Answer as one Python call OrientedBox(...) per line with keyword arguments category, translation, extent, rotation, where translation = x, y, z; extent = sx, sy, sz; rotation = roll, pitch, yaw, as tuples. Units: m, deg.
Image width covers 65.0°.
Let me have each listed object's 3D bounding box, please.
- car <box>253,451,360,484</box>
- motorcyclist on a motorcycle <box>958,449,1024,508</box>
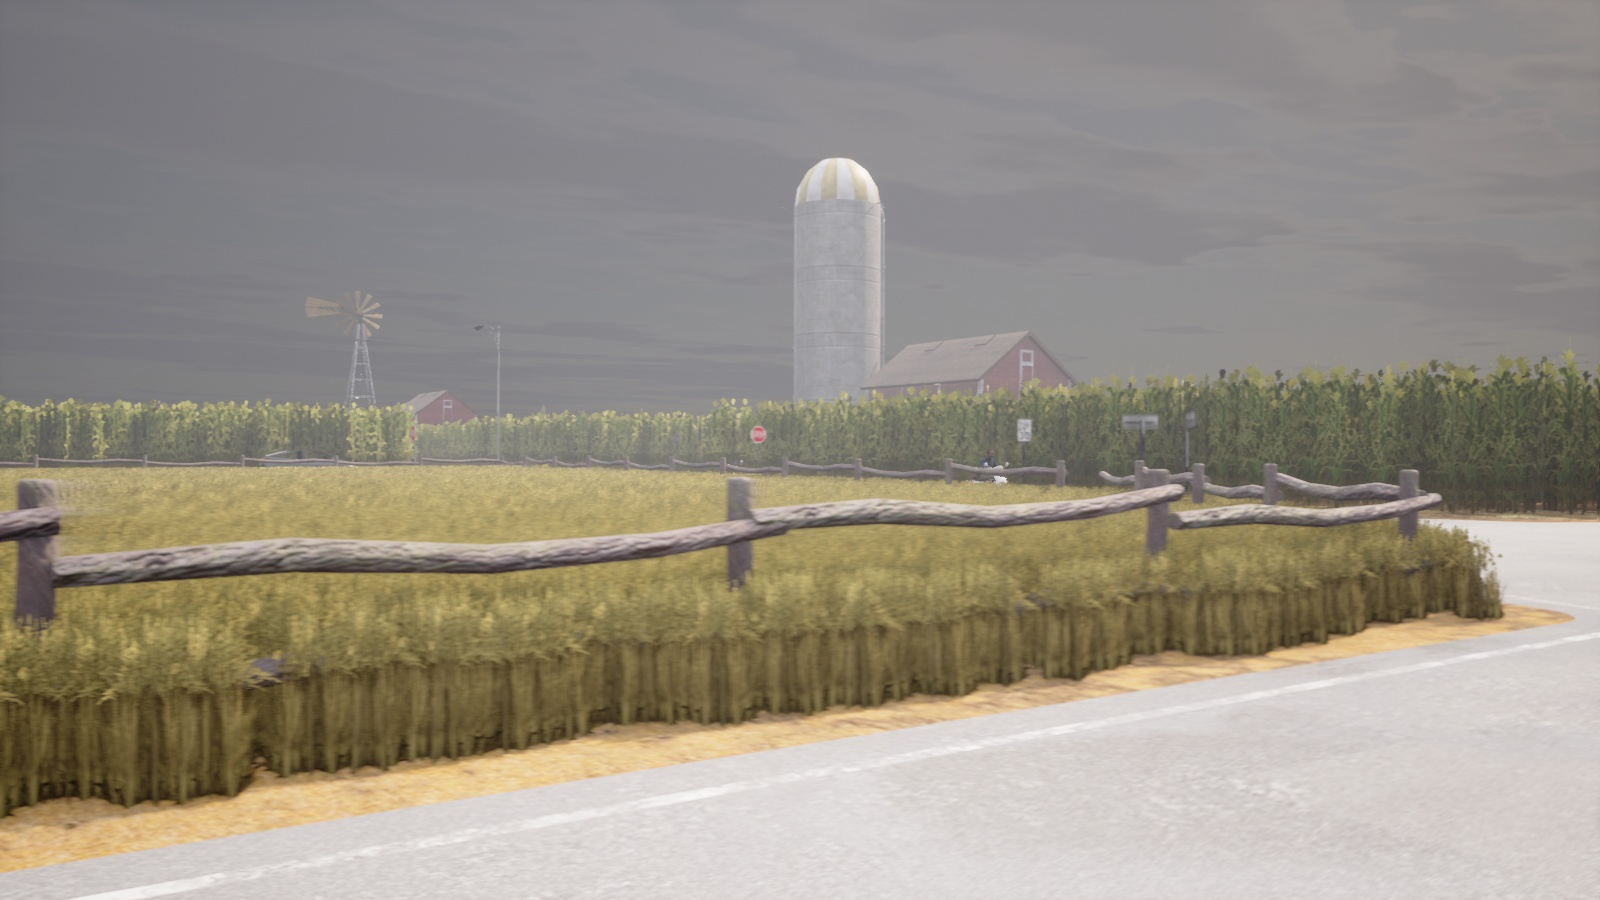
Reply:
OrientedBox(category="car", translation=(-23.819, 0.817, 60.634), extent=(4.514, 1.525, 2.007), rotation=(-1, 0, -32))
OrientedBox(category="motorcyclist on a motorcycle", translation=(5.267, 0.757, 34.731), extent=(0.866, 1.590, 1.817), rotation=(0, 0, -31))
